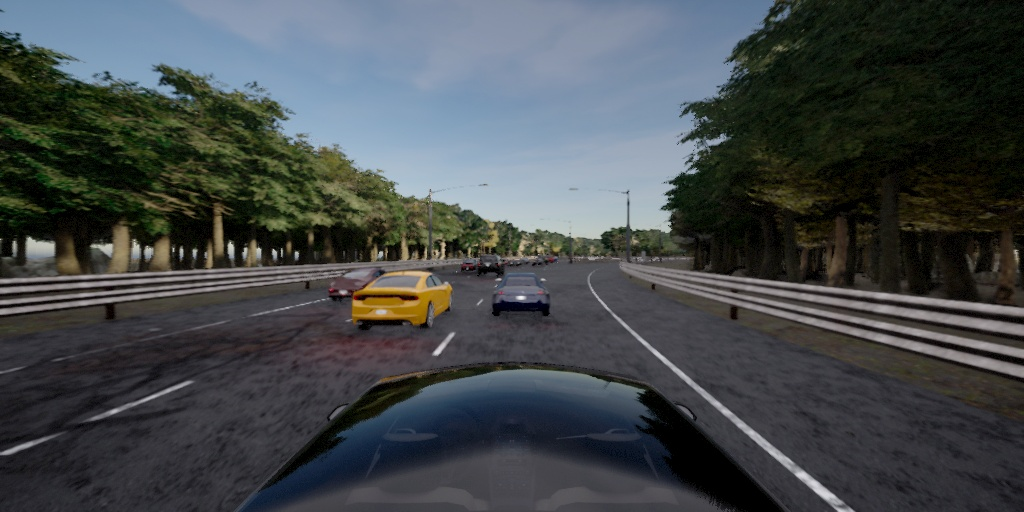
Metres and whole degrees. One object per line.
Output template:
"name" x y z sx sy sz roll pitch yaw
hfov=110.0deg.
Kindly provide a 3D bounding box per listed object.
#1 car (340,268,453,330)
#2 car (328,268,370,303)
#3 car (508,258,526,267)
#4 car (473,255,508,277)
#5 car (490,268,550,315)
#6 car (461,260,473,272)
"car" -3.122 1.218 11.179 1.882 1.535 5.008 0 0 1
"car" -6.532 1.248 16.373 1.812 1.442 4.674 0 0 2
"car" 0.842 1.243 62.999 1.895 1.301 4.718 0 0 8
"car" -2.015 0.936 35.579 2.150 2.045 5.566 0 0 4
"car" 0.337 1.316 13.575 1.994 1.385 4.181 0 0 1
"car" -4.877 1.175 43.750 1.837 1.490 4.892 0 0 5
